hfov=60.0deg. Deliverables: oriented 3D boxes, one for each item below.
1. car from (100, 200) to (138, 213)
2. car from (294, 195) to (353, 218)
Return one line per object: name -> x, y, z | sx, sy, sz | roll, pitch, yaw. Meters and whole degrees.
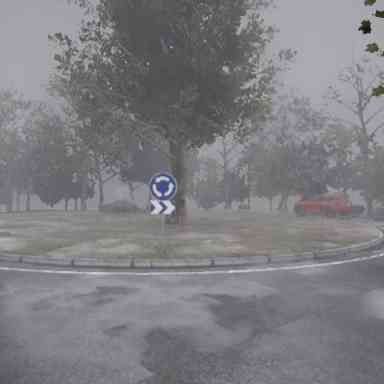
car -> -8.191, 1.626, 37.294 | 4.181, 1.385, 1.994 | 0, 0, -23
car -> 12.317, 1.275, 31.398 | 2.150, 2.045, 5.566 | 1, -1, -31
